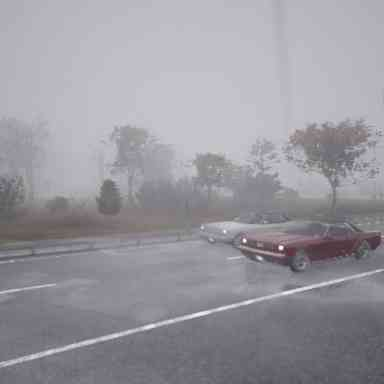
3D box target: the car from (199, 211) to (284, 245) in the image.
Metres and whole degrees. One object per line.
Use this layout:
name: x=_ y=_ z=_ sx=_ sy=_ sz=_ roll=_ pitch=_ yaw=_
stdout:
car: x=2.638 y=1.493 z=13.848 sx=4.718 sy=1.301 sz=1.895 roll=-1 pitch=1 yaw=-32

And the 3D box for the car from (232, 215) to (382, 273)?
car: x=3.777 y=1.517 z=10.440 sx=4.718 sy=1.301 sz=1.895 roll=-1 pitch=1 yaw=-32
